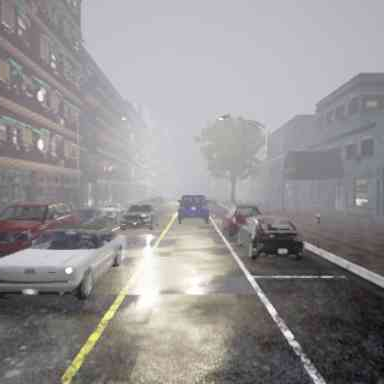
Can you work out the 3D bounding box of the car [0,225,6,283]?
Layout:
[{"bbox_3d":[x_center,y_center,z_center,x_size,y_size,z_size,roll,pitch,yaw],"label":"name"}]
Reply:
[{"bbox_3d":[-5.690,1.561,6.345,1.802,1.307,4.206,0,0,0],"label":"car"}]

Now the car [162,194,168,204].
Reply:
[{"bbox_3d":[-5.673,1.423,57.615,1.947,1.339,4.313,0,0,0],"label":"car"}]

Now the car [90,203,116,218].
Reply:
[{"bbox_3d":[-5.686,1.512,17.739,1.947,1.339,4.313,0,0,0],"label":"car"}]

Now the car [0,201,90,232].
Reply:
[{"bbox_3d":[-5.688,1.277,12.041,2.192,1.841,5.009,0,0,0],"label":"car"}]

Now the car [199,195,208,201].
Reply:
[{"bbox_3d":[2.714,1.394,80.397,1.947,1.339,4.313,0,0,0],"label":"car"}]

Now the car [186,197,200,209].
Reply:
[{"bbox_3d":[0.115,1.407,44.491,1.812,1.442,4.674,0,0,0],"label":"car"}]

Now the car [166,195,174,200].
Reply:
[{"bbox_3d":[-5.664,1.405,86.101,1.802,1.307,4.206,0,0,0],"label":"car"}]

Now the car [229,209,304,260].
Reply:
[{"bbox_3d":[2.693,1.512,12.037,2.008,1.369,4.403,0,0,0],"label":"car"}]

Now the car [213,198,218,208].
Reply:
[{"bbox_3d":[2.704,1.428,46.218,2.008,1.369,4.403,0,0,0],"label":"car"}]

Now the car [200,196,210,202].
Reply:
[{"bbox_3d":[2.711,1.422,69.004,1.802,1.307,4.206,0,0,0],"label":"car"}]

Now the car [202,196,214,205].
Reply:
[{"bbox_3d":[2.707,1.401,57.610,1.887,1.381,4.507,0,0,0],"label":"car"}]

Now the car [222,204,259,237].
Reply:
[{"bbox_3d":[2.694,1.385,17.734,1.967,1.590,4.097,0,0,0],"label":"car"}]

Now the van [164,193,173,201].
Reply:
[{"bbox_3d":[-5.667,1.169,80.403,1.690,1.788,3.998,0,0,0],"label":"van"}]

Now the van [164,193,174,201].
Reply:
[{"bbox_3d":[-5.669,1.175,74.707,1.690,1.788,3.998,0,0,0],"label":"van"}]

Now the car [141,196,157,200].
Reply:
[{"bbox_3d":[-5.679,1.416,40.356,1.752,1.417,4.829,0,0,0],"label":"car"}]

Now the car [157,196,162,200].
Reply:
[{"bbox_3d":[-5.677,1.423,46.223,1.887,1.381,4.507,0,0,0],"label":"car"}]

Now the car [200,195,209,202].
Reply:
[{"bbox_3d":[2.712,1.378,74.701,1.887,1.381,4.507,0,0,0],"label":"car"}]

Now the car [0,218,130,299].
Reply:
[{"bbox_3d":[-3.056,1.573,8.494,1.895,1.301,4.718,0,0,0],"label":"car"}]

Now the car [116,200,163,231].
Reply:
[{"bbox_3d":[-3.061,1.444,20.287,1.837,1.490,4.892,0,0,0],"label":"car"}]

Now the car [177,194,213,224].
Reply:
[{"bbox_3d":[0.108,1.151,24.487,2.150,2.045,5.566,0,0,0],"label":"car"}]
